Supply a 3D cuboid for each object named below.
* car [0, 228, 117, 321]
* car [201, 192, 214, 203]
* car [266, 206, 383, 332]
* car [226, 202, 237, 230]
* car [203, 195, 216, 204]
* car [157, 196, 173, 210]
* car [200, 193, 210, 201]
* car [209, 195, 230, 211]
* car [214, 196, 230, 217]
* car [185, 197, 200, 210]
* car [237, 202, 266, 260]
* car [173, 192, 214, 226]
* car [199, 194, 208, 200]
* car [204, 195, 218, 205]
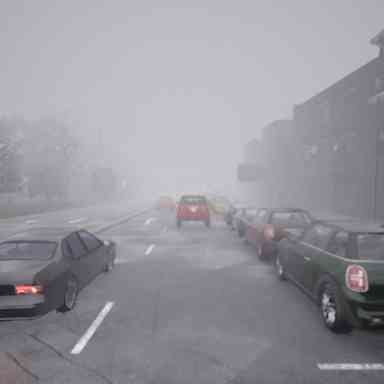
[{"bbox_3d":[-3.156,1.535,7.575,2.033,1.411,5.357,0,0,0],"label":"car"},{"bbox_3d":[3.153,1.114,67.817,2.435,2.045,5.566,0,0,0],"label":"car"},{"bbox_3d":[3.220,1.342,6.980,2.185,1.767,4.553,0,0,0],"label":"car"},{"bbox_3d":[3.212,1.490,17.934,2.002,1.452,4.674,0,0,0],"label":"car"},{"bbox_3d":[3.163,1.376,62.133,2.231,1.521,4.892,0,0,0],"label":"car"},{"bbox_3d":[-3.183,1.281,41.519,2.097,1.767,4.553,0,0,0],"label":"car"},{"bbox_3d":[3.135,1.221,78.807,2.185,1.767,4.553,0,0,0],"label":"car"},{"bbox_3d":[3.196,1.287,40.006,2.185,1.767,4.553,0,0,0],"label":"car"},{"bbox_3d":[3.197,1.418,34.696,1.946,1.575,5.366,0,0,0],"label":"car"},{"bbox_3d":[0.067,1.406,42.059,1.882,1.535,5.008,0,0,0],"label":"car"},{"bbox_3d":[3.215,1.333,12.505,2.185,1.767,4.553,0,0,0],"label":"car"},{"bbox_3d":[0.083,1.184,22.895,2.150,2.045,5.566,0,0,0],"label":"car"},{"bbox_3d":[3.170,1.326,91.421,2.231,1.521,4.892,0,0,1],"label":"car"},{"bbox_3d":[3.170,1.385,56.607,2.231,1.521,4.892,0,0,0],"label":"car"}]
